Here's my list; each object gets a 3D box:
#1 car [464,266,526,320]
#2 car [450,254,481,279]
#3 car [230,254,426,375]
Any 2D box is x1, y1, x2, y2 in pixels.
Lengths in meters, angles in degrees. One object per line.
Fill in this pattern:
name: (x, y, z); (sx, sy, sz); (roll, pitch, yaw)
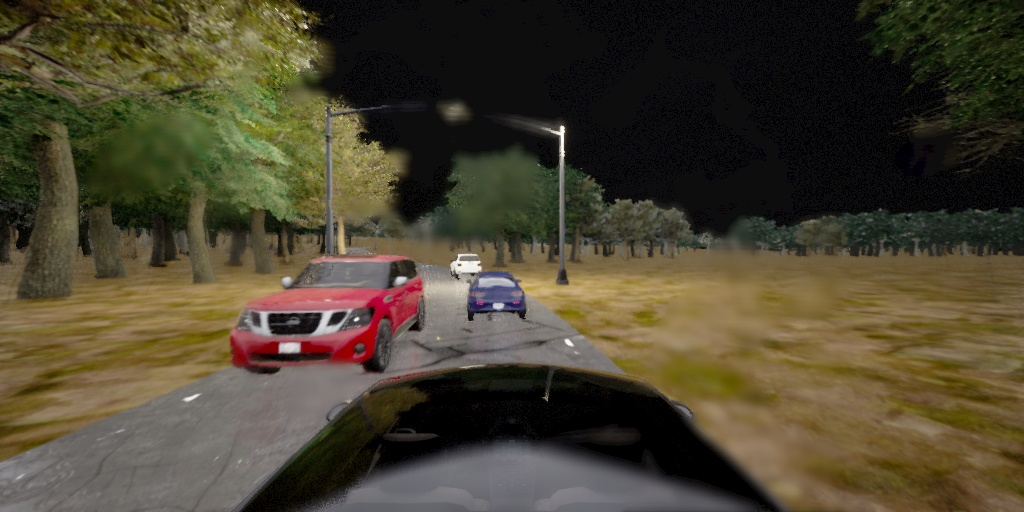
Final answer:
car: (-0.610, 1.246, 12.507); (1.812, 1.442, 4.674); (0, 0, -5)
car: (-4.080, 0.860, 31.324); (2.150, 2.045, 5.566); (0, 0, -15)
car: (-3.363, 0.977, 7.915); (2.150, 2.045, 5.566); (0, 0, -3)
